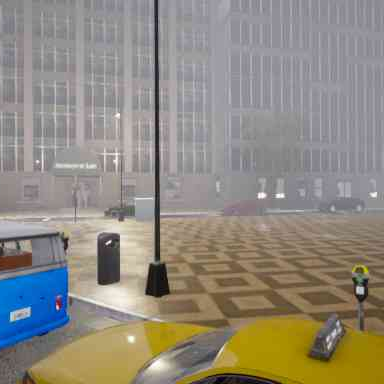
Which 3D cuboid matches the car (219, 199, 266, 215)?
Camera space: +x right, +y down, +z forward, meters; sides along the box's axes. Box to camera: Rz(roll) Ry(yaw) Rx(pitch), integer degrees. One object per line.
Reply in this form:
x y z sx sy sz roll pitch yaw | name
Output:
4.553 1.320 29.924 4.181 1.385 1.994 0 0 -14 | car

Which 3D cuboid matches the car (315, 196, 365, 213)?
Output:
14.412 1.191 32.367 4.892 1.490 1.837 0 0 -14 | car

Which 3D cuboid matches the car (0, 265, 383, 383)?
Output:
0.649 1.526 2.263 4.829 1.417 1.752 0 0 35 | car

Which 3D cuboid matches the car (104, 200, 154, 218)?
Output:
-5.161 1.396 27.499 4.181 1.385 1.994 0 0 -14 | car

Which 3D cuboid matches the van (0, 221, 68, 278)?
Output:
-3.722 1.343 5.372 3.998 1.788 1.690 0 0 35 | van
